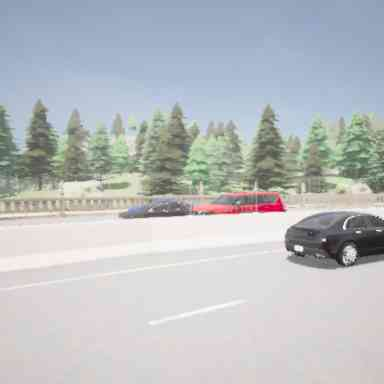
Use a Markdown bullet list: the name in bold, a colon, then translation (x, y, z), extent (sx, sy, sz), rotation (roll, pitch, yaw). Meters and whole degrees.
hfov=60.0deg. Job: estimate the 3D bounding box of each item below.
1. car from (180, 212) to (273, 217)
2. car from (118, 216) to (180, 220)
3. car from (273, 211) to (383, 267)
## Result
- **car**: translation (2.450, 1.021, 17.547), extent (5.566, 2.045, 2.150), rotation (0, 1, -28)
- **car**: translation (-1.816, 1.290, 19.127), extent (4.892, 1.490, 1.837), rotation (0, 0, -30)
- **car**: translation (5.216, 1.376, 10.845), extent (4.892, 1.490, 1.837), rotation (0, 0, -29)
